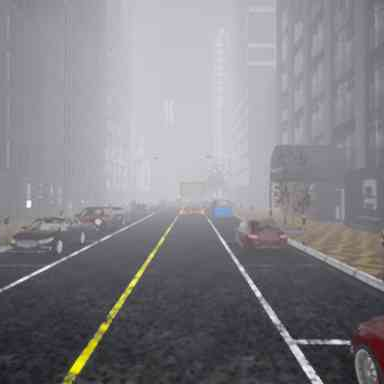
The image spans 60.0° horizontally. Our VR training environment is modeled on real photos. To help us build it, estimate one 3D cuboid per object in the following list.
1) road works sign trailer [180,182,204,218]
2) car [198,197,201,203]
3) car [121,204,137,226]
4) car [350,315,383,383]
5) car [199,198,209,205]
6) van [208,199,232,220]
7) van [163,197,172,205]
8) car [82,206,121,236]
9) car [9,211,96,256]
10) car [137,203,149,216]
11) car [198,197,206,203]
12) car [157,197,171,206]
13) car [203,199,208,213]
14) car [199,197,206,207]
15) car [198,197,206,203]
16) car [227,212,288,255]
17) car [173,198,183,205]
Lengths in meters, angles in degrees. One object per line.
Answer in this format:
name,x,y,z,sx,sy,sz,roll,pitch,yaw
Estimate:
road works sign trailer,0.011,0.743,33.708,2.380,3.560,2.880,0,0,0
car,2.714,2.111,70.525,2.008,1.369,4.403,0,0,0
car,-5.682,1.761,24.993,2.008,1.369,4.403,0,0,0
car,2.690,1.603,2.216,1.802,1.307,4.206,0,-1,0
car,2.715,2.149,76.217,2.008,1.369,4.403,0,0,0
van,2.700,1.596,30.681,1.690,1.788,3.998,0,0,0
van,-5.665,1.940,76.226,1.690,1.788,3.998,0,0,0
car,-5.684,1.606,19.302,1.967,1.590,4.097,0,0,0
car,-5.686,1.671,13.608,2.008,1.369,4.403,0,0,0
car,-5.679,1.881,36.377,1.802,1.307,4.206,0,0,0
car,2.721,2.146,93.295,1.967,1.590,4.097,0,0,0
car,-5.669,2.070,64.839,2.008,1.369,4.403,0,0,0
car,2.704,1.925,42.063,1.802,1.307,4.206,0,0,0
car,2.710,2.058,59.140,1.802,1.307,4.206,0,0,0
car,2.719,2.111,87.603,1.967,1.590,4.097,0,0,0
car,2.695,1.702,13.603,1.802,1.307,4.206,0,0,0
car,-2.976,2.089,71.685,1.812,1.442,4.674,0,0,0
